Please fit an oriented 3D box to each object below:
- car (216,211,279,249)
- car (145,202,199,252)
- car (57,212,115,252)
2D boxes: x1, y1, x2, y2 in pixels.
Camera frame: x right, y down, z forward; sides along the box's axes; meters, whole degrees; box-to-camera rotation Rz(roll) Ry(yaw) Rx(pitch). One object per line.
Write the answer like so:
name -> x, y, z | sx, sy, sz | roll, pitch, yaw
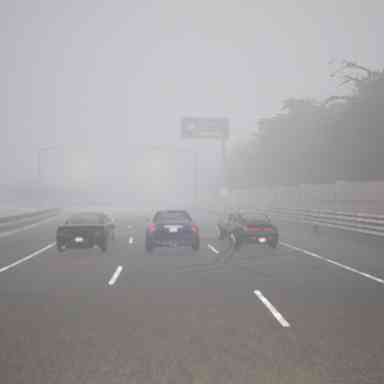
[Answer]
car -> 2.432, 1.655, 15.527 | 1.837, 1.490, 4.892 | 0, 0, -8
car -> -1.001, 1.492, 14.820 | 2.097, 1.767, 4.553 | 0, -1, -8
car -> -4.530, 1.621, 14.742 | 1.882, 1.535, 5.008 | 0, 0, -8
